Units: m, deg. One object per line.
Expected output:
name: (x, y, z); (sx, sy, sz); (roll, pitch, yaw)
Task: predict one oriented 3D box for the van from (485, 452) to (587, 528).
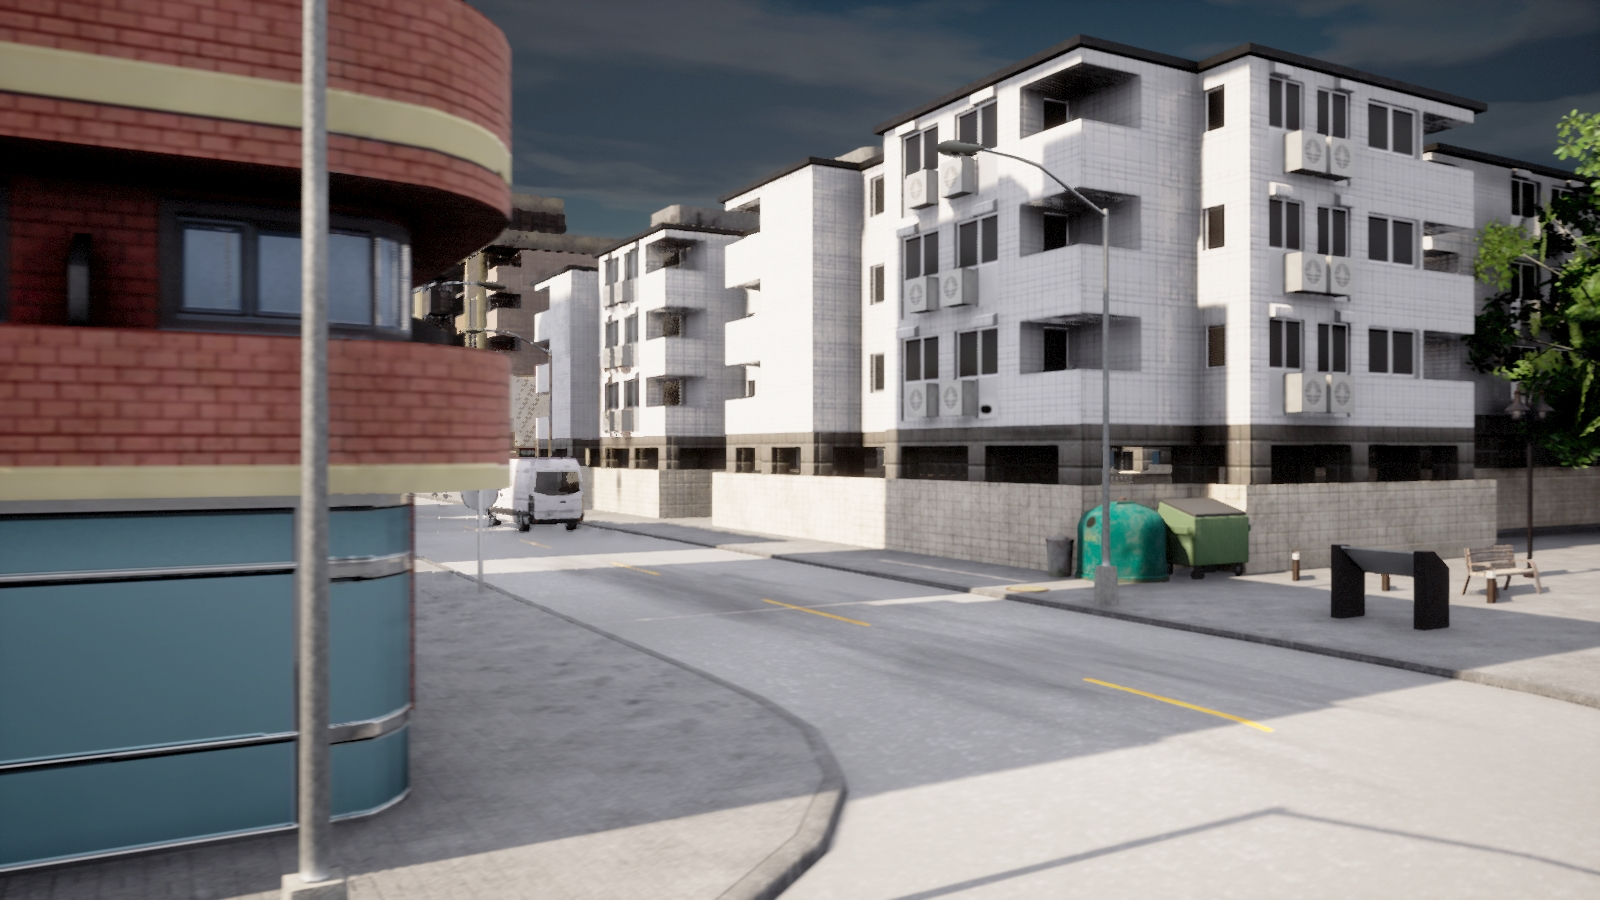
van: (-9.635, 1.341, 41.292); (1.988, 2.561, 5.915); (0, 0, -29)
